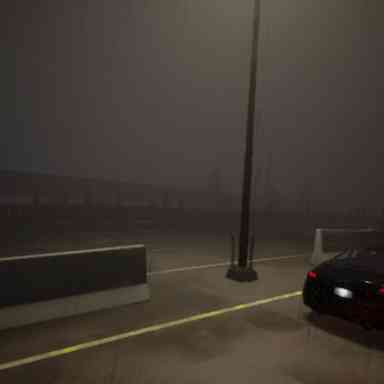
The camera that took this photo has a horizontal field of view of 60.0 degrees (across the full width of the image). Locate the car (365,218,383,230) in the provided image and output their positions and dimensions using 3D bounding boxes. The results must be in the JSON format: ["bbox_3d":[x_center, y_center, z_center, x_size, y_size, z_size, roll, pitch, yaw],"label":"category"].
[{"bbox_3d":[20.492,3.539,35.795,4.902,1.511,2.128,5,-3,-35],"label":"car"}]

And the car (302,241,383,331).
[{"bbox_3d":[4.151,1.714,6.707,4.181,1.385,1.994,2,-1,-35],"label":"car"}]
